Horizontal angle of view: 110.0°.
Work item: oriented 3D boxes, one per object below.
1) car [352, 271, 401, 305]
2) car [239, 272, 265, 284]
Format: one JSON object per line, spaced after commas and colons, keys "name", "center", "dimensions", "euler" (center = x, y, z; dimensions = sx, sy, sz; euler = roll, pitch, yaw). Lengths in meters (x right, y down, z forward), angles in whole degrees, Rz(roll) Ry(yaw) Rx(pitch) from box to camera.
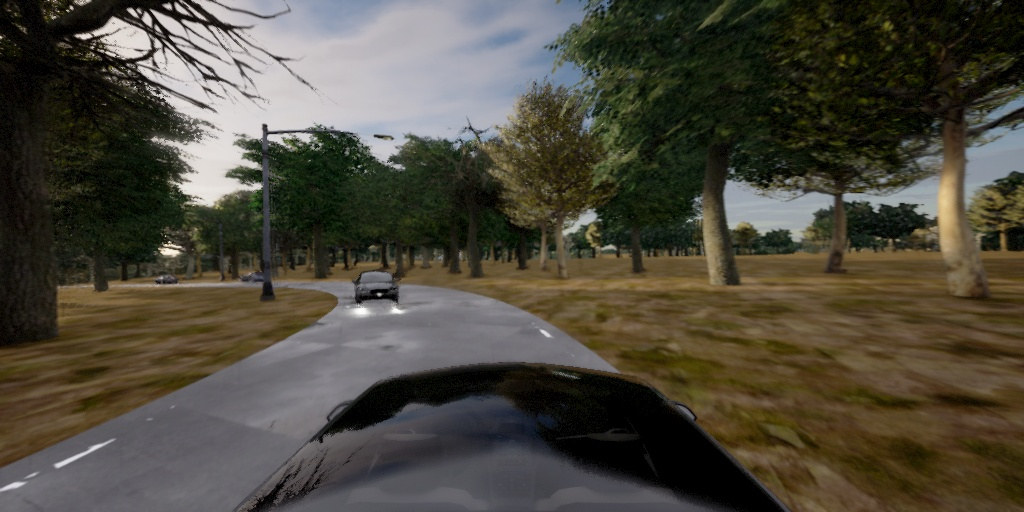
{"name": "car", "center": [-6.763, 1.483, 17.809], "dimensions": [1.837, 1.490, 4.892], "euler": [0, -1, -25]}
{"name": "car", "center": [-33.152, 2.792, 46.100], "dimensions": [4.181, 1.385, 1.994], "euler": [-3, 0, 29]}
